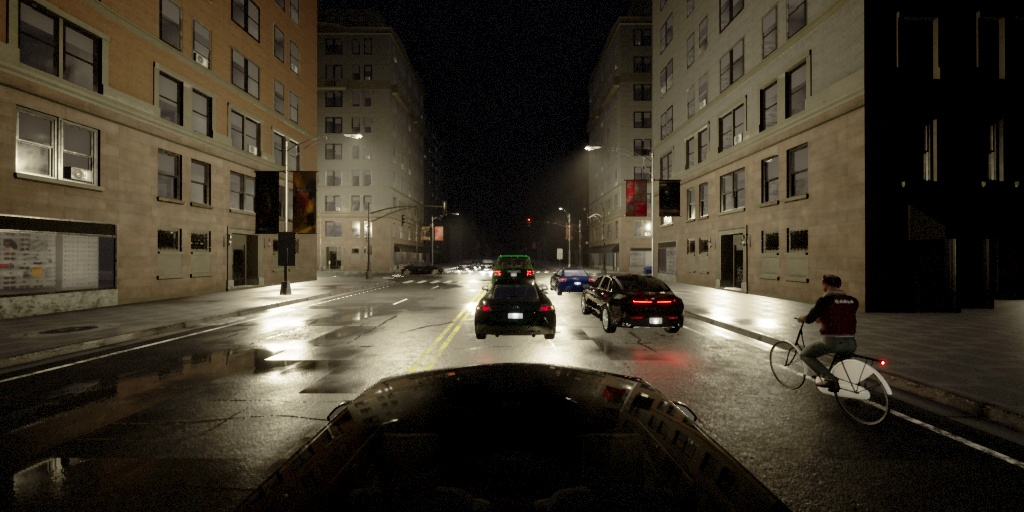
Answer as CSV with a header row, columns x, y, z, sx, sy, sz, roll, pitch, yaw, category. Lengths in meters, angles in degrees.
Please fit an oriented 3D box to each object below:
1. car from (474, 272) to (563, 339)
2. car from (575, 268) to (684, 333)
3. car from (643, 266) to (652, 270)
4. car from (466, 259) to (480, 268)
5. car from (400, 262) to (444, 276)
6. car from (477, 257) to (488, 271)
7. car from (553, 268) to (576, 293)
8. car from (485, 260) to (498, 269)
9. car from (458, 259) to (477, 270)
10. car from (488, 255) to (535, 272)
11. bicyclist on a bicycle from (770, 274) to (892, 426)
x,y,z,sx,sy,sz,roll,pitch,yaw,category
0.087,1.315,10.066,1.994,1.385,4.181,0,0,0,car
3.336,1.256,10.733,1.837,1.490,4.892,0,0,0,car
16.363,1.291,37.624,5.008,1.535,1.882,0,0,0,car
-6.642,1.275,61.297,1.837,1.490,4.892,0,0,0,car
-8.947,1.317,35.760,4.181,1.385,1.994,0,0,-12,car
-3.397,1.259,51.031,2.128,1.511,4.902,0,0,0,car
3.229,1.318,19.629,1.994,1.385,4.181,0,0,0,car
-3.396,1.371,60.295,1.895,1.301,4.718,0,0,0,car
-6.645,1.294,52.287,1.812,1.442,4.674,0,0,0,car
0.079,0.975,19.480,2.150,2.045,5.566,0,0,0,car
4.140,1.121,4.850,0.659,1.776,1.843,0,0,0,bicyclist on a bicycle
